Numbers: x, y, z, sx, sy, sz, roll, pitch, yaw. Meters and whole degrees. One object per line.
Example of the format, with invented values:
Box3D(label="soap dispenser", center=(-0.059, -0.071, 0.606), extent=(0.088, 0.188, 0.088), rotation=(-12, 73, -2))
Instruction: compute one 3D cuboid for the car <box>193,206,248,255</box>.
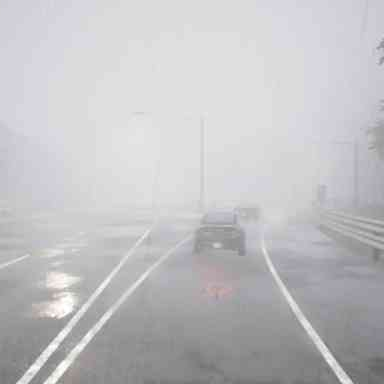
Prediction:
Box3D(label="car", center=(1.229, 1.518, 13.449), extent=(1.837, 1.490, 4.892), rotation=(0, 0, 9))

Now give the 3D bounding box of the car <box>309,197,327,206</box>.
Box3D(label="car", center=(21.007, 1.607, 55.375), extent=(1.812, 1.442, 4.674), rotation=(0, 0, 40))

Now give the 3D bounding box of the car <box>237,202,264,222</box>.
Box3D(label="car", center=(4.609, 1.527, 26.826), extent=(1.882, 1.535, 5.008), rotation=(0, 0, 19))
